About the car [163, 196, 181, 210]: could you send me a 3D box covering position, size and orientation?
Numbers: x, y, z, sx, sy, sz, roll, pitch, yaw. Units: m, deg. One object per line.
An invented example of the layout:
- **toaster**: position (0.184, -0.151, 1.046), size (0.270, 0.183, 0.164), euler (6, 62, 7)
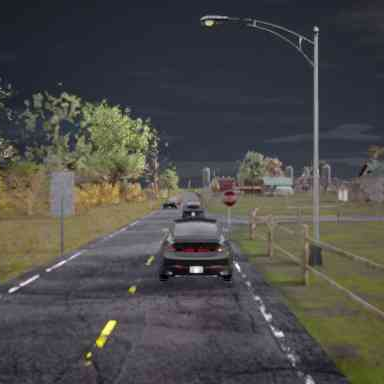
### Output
- **car**: position (-2.837, 1.593, 43.951), size (1.895, 1.301, 4.718), euler (0, 0, 0)

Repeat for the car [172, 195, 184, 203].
- **car**: position (-2.748, 1.450, 67.042), size (2.128, 1.511, 4.902), euler (0, 0, 0)

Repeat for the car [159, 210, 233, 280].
- **car**: position (0.100, 1.507, 9.935), size (1.837, 1.490, 4.892), euler (0, 0, 0)

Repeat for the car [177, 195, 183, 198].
- **car**: position (-2.820, 1.456, 54.344), size (1.882, 1.535, 5.008), euler (0, 0, 1)

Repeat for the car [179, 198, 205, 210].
- **car**: position (0.101, 1.507, 29.456), size (1.837, 1.490, 4.892), euler (0, 0, 0)
